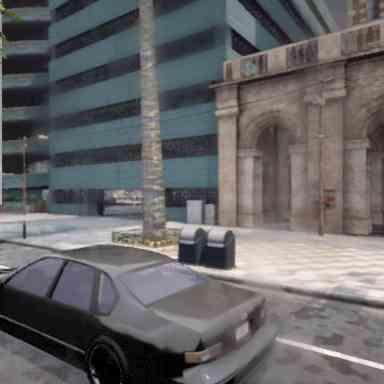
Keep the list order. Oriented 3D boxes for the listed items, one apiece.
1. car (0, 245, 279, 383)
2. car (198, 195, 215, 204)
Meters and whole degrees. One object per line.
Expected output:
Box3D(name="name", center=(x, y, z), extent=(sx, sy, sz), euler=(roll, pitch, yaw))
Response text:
Box3D(name="car", center=(-1.501, 1.558, 5.063), extent=(5.357, 1.411, 2.033), euler=(0, 0, 36))
Box3D(name="car", center=(2.484, 1.067, 28.283), extent=(5.566, 2.045, 2.435), euler=(0, 0, 36))
